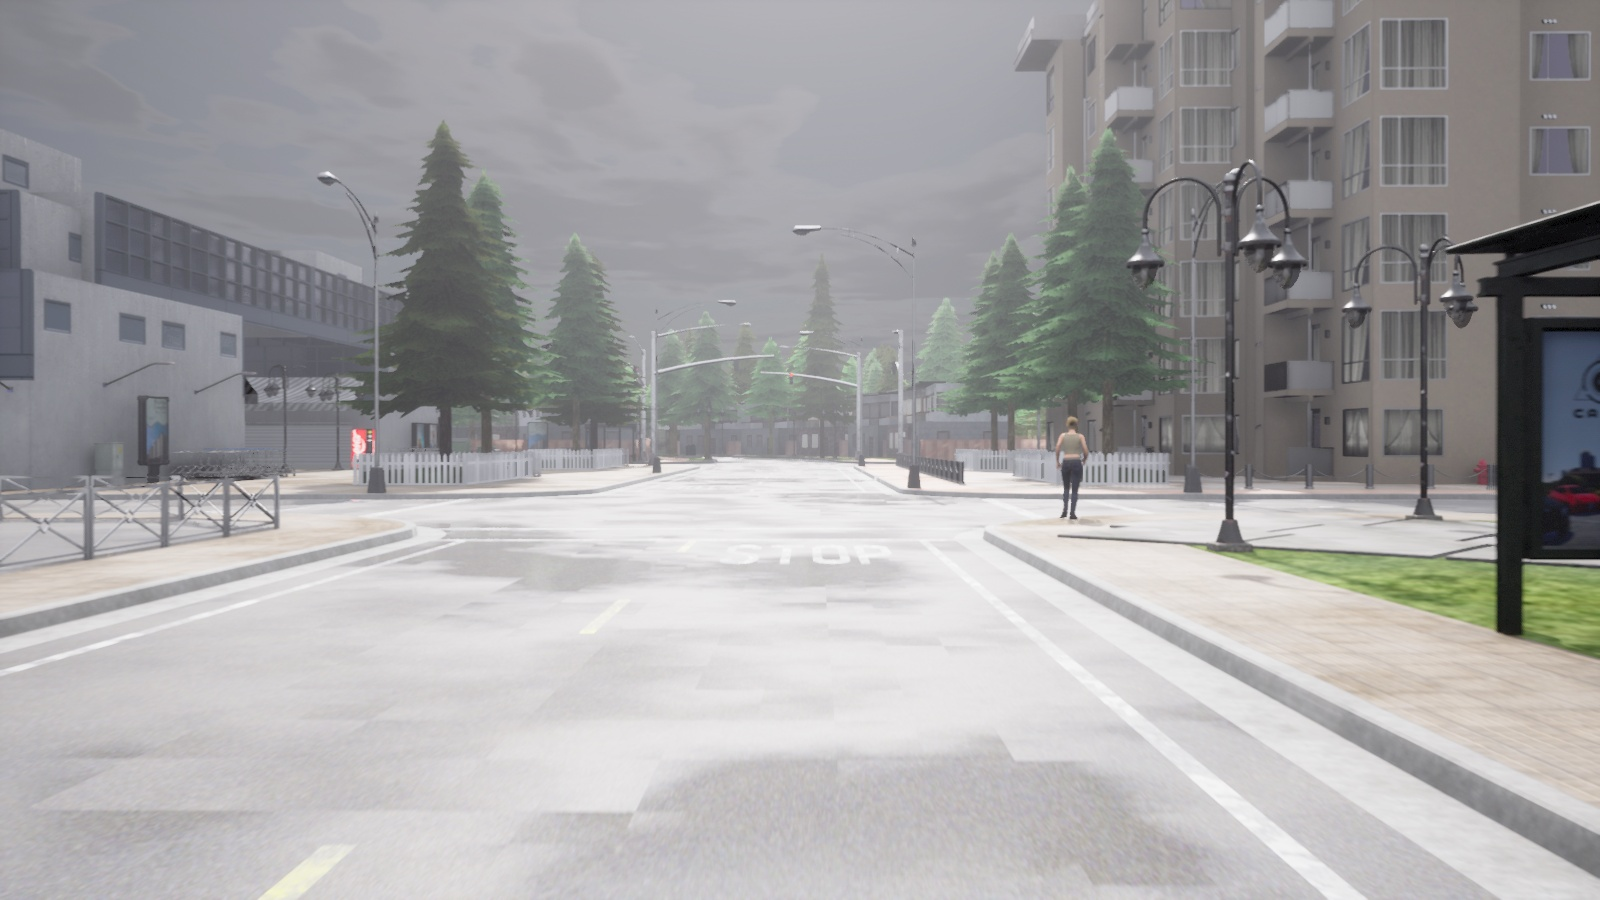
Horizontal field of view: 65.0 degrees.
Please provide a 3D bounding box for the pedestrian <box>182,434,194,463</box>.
[{"bbox_3d":[-38.512,-0.085,79.058,0.594,1.836,0.345,0,0,0],"label":"pedestrian"}]

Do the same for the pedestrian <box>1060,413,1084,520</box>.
[{"bbox_3d":[4.755,0.280,21.948,0.345,1.836,0.594,0,0,17],"label":"pedestrian"}]
